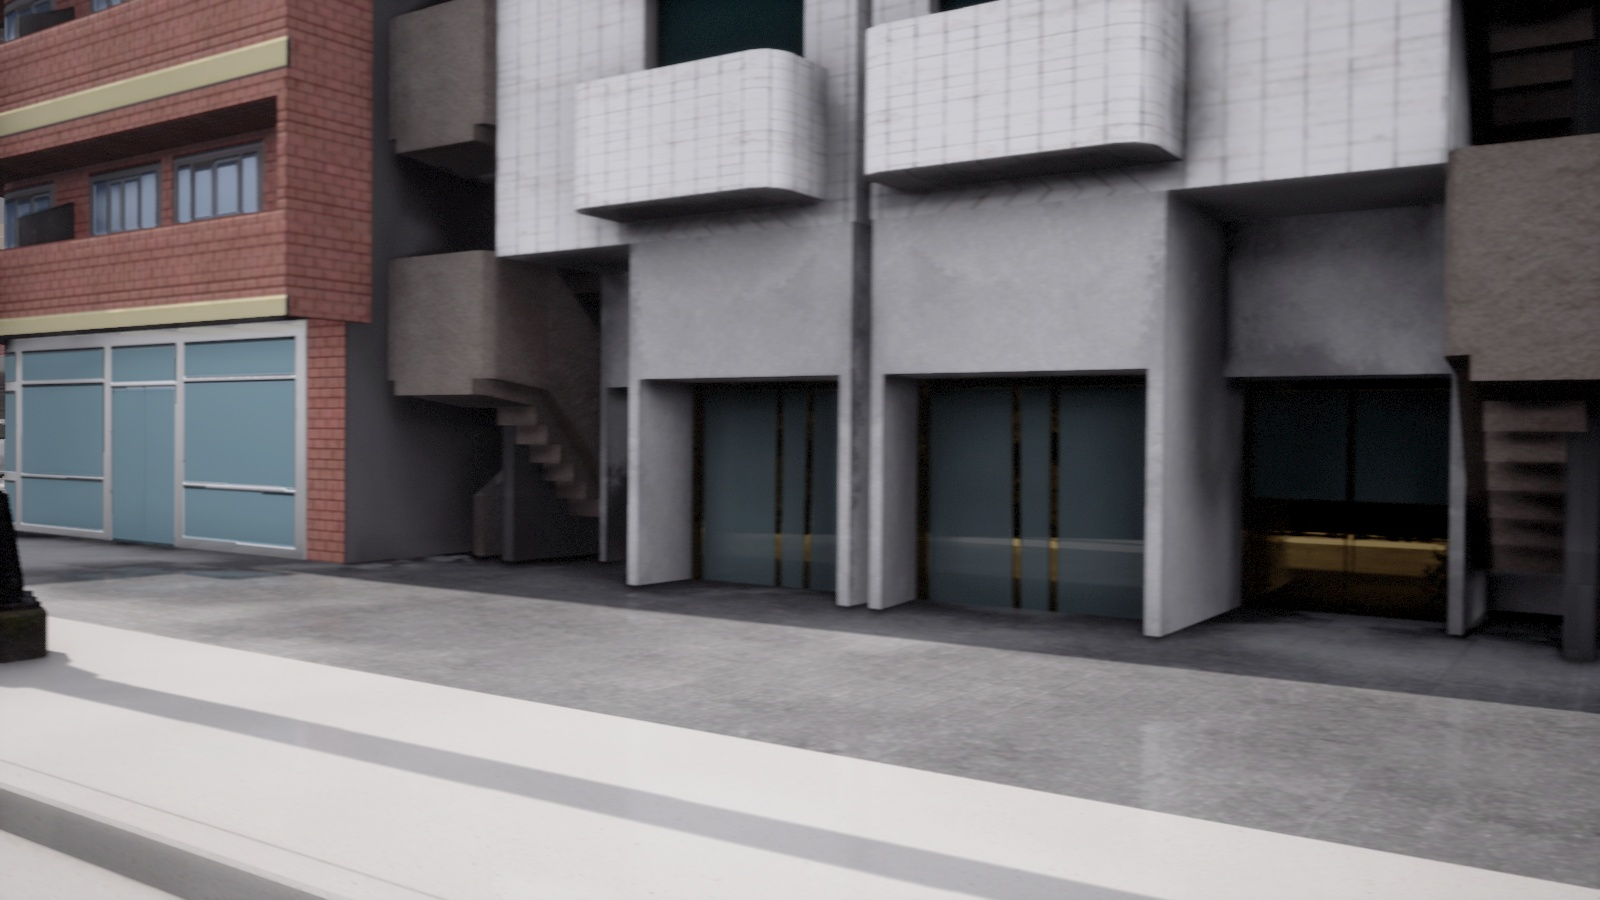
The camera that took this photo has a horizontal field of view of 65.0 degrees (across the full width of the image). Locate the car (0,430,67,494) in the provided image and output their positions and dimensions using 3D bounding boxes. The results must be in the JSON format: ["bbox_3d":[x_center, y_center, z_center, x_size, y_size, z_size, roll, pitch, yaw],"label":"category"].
[{"bbox_3d":[-22.109,0.329,32.757,2.242,1.667,4.611,0,1,33],"label":"car"}]
